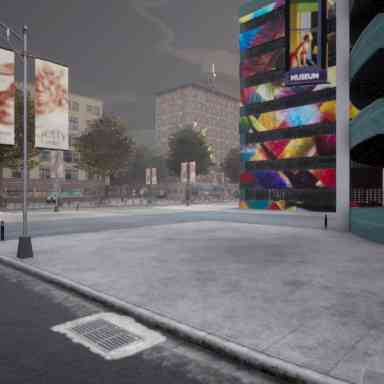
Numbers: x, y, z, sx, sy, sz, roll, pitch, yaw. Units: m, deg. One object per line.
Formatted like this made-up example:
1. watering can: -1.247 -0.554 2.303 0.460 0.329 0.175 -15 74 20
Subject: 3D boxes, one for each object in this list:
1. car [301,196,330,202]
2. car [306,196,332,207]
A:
1. car: 14.246 1.320 39.325 2.002 1.452 4.674 0 0 43
2. car: 19.561 1.413 51.051 2.161 1.482 4.786 0 0 43
